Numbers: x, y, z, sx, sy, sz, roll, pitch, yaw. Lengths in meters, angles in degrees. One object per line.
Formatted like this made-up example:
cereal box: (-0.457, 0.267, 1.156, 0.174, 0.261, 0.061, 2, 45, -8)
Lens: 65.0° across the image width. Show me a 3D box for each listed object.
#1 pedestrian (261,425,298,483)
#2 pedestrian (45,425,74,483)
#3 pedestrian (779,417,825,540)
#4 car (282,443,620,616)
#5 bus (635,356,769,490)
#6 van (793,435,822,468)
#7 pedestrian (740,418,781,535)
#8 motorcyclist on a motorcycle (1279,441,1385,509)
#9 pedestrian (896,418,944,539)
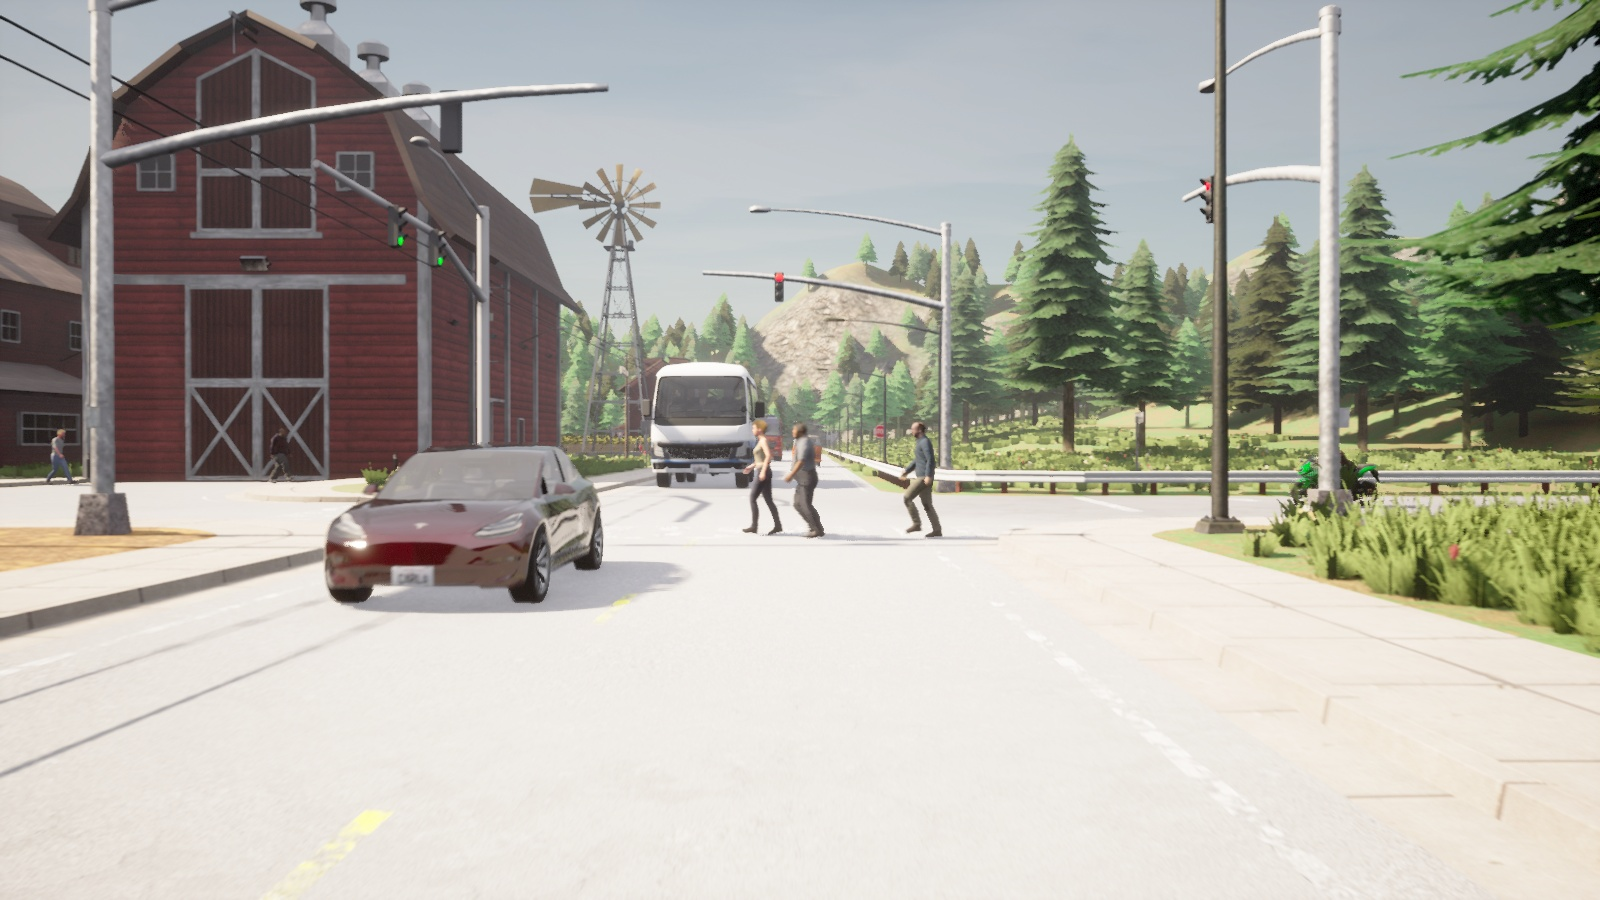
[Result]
pedestrian: (-16.720, 0.122, 40.322, 0.899, 1.844, 0.634, 0, 0, 16)
pedestrian: (-23.408, 0.119, 39.704, 0.706, 1.836, 0.354, 0, 0, 0)
pedestrian: (0.030, 0.431, 19.243, 0.694, 1.848, 0.540, 0, 0, 0)
car: (-3.351, 0.669, 13.221, 2.163, 1.488, 4.792, 0, 0, 1)
bus: (-3.228, -0.886, 44.960, 3.944, 4.253, 10.273, 0, 0, 0)
van: (0.457, 0.062, 77.679, 1.775, 1.987, 4.442, 0, 0, 0)
pedestrian: (-0.625, 0.413, 19.941, 0.594, 1.836, 0.345, 0, 0, 10)
motorcyclist on a motorcycle: (11.989, 0.552, 28.317, 2.044, 1.523, 0.797, 0, 0, -1)
pedestrian: (1.845, 0.431, 19.287, 0.726, 1.842, 0.402, 0, 0, 6)
